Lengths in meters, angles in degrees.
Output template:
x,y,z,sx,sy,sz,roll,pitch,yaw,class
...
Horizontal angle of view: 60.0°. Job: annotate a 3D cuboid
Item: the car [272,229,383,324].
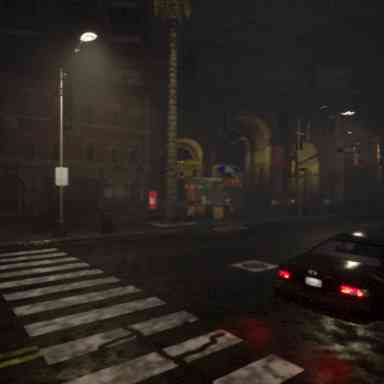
x,y,z,sx,sy,sz,roll,pitch,yaw,class
3.980,1.517,6.969,5.357,1.411,2.033,0,0,-37,car
